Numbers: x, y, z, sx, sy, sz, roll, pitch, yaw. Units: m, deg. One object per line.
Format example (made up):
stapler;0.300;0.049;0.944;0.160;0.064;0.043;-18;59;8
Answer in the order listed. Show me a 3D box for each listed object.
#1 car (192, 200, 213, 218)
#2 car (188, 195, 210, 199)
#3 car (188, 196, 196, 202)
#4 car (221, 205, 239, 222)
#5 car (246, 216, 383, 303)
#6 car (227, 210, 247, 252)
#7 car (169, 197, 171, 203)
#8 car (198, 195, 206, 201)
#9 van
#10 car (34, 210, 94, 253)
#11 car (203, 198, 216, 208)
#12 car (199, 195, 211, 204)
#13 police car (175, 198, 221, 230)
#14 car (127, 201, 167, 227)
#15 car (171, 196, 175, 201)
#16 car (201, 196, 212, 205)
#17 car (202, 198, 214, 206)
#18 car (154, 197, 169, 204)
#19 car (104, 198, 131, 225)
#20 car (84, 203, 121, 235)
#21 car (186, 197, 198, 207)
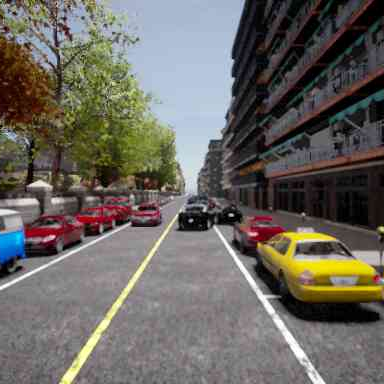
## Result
car;0.916;1.583;31.687;1.837;1.490;4.892;0;0;0
car;0.919;1.320;37.718;2.150;2.045;5.566;0;0;0
car;0.038;1.563;76.606;1.812;1.442;4.674;0;0;0
car;2.702;1.625;24.927;1.947;1.339;4.313;0;0;0
car;2.694;1.544;8.204;1.752;1.417;4.829;0;0;0
car;2.696;1.613;13.665;1.802;1.307;4.206;0;0;0
car;-5.660;1.621;64.340;1.967;1.590;4.097;0;0;0
car;2.734;1.725;92.489;1.967;1.590;4.097;0;0;0
van;-5.686;1.359;8.038;1.690;1.788;3.998;0;0;0
car;-5.684;1.613;13.668;1.802;1.307;4.206;0;0;0
car;2.716;1.687;53.077;1.887;1.381;4.507;0;0;0
car;2.723;1.516;69.968;2.192;1.841;5.009;0;0;0
police car;0.455;1.477;21.986;1.930;1.638;5.238;0;0;12
car;-3.087;1.582;23.572;1.812;1.442;4.674;0;0;0
car;-5.654;1.772;75.602;2.008;1.369;4.403;0;0;0
car;2.721;1.621;64.337;1.967;1.590;4.097;0;0;0
car;2.718;1.706;58.708;1.887;1.381;4.507;0;0;0
car;-5.663;1.602;58.712;1.967;1.590;4.097;0;0;0
car;-5.678;1.375;24.932;2.192;1.841;5.009;0;0;0
car;-5.681;1.590;19.299;1.887;1.381;4.507;0;0;0
car;0.028;1.631;56.260;1.882;1.535;5.008;0;0;0
